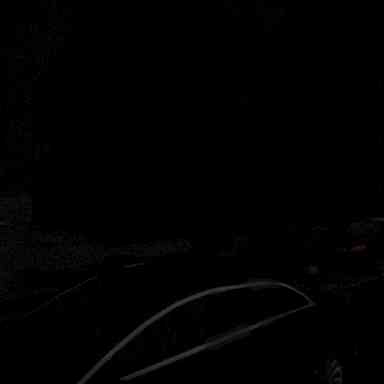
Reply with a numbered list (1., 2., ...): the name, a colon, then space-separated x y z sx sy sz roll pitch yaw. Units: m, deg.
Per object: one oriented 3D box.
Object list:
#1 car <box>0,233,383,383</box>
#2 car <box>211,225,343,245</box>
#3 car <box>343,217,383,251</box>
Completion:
1. car: -0.383 1.480 3.108 4.902 1.511 2.128 -1 0 -36
2. car: 1.139 1.501 7.357 4.507 1.381 1.887 -1 0 -36
3. car: 5.630 1.492 10.575 4.206 1.307 1.802 -1 0 -36
